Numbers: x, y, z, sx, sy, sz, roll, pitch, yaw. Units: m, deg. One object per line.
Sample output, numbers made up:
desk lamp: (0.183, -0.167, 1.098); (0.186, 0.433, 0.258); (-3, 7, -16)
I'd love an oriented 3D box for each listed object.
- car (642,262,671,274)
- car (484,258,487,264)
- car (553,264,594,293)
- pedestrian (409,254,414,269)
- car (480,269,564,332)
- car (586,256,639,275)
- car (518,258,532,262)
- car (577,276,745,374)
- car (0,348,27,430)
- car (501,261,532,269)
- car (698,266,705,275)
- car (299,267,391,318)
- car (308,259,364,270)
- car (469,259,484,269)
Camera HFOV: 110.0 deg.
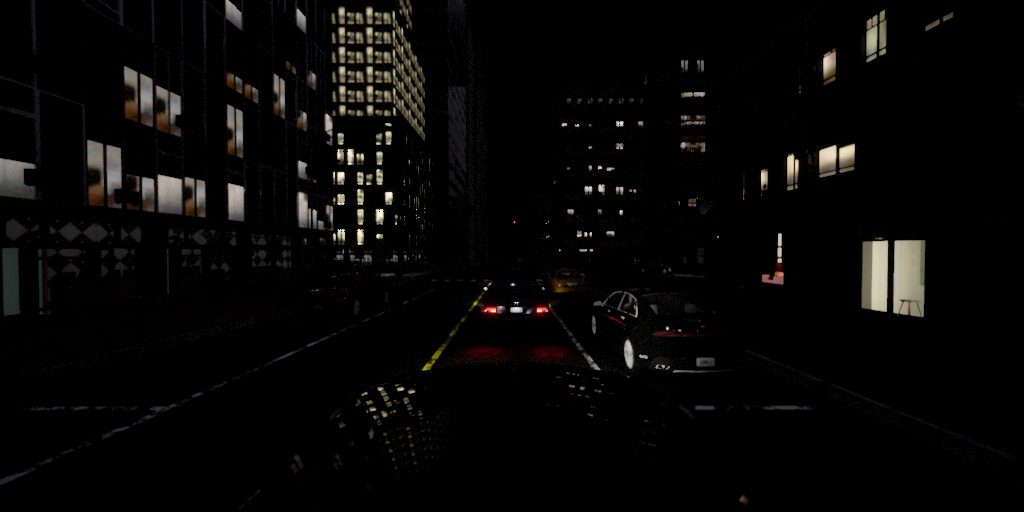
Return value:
car: (16.210, 1.353, 41.826); (4.403, 1.370, 2.007); (0, 0, 1)
car: (-5.840, 1.273, 62.242); (1.948, 1.339, 4.313); (0, 0, 0)
car: (2.776, 1.262, 18.824); (1.751, 1.417, 4.829); (0, 0, 0)
pedestrian: (-12.655, 0.648, 45.088); (0.375, 1.860, 0.375); (0, 0, 1)
car: (0.079, 1.290, 10.800); (2.033, 1.411, 5.357); (0, 0, 0)
car: (10.717, 1.019, 39.285); (5.566, 2.045, 2.150); (0, 1, 1)
car: (2.541, 1.258, 62.263); (2.007, 1.370, 4.403); (0, 0, 0)
car: (2.804, 1.296, 7.365); (2.007, 1.370, 4.403); (0, 0, 0)
car: (-5.796, 1.300, 1.757); (2.007, 1.370, 4.403); (0, 0, 0)
car: (0.045, 1.240, 21.223); (1.837, 1.490, 4.892); (0, 0, 0)
car: (22.977, 1.381, 39.147); (5.008, 1.535, 1.882); (0, 1, 1)
car: (-5.850, 1.286, 13.046); (1.888, 1.381, 4.507); (0, 0, 0)
car: (-17.667, 1.090, 36.421); (5.008, 1.535, 1.882); (0, 1, -1)
car: (-5.826, 1.236, 56.418); (1.751, 1.417, 4.829); (0, 0, 0)
